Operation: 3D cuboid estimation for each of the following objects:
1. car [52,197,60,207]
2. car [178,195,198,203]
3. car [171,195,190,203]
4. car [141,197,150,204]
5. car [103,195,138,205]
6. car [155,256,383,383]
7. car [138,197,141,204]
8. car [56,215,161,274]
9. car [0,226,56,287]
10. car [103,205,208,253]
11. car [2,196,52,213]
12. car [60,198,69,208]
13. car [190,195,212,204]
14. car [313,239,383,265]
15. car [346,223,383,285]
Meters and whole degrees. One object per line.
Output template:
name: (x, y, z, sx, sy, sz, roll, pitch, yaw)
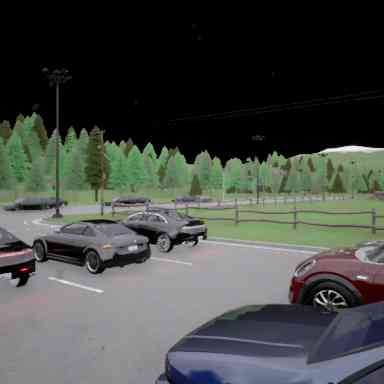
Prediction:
car: (-19.747, 1.492, 41.870, 2.128, 1.511, 4.902, 0, 0, 35)
car: (-0.782, 1.498, 73.488, 1.837, 1.490, 4.892, 0, 0, 36)
car: (-1.858, 1.547, 66.189, 2.033, 1.411, 5.357, 0, 0, 37)
car: (-9.999, 1.547, 61.142, 2.033, 1.411, 5.357, 0, 0, 37)
car: (-10.677, 1.477, 48.469, 1.882, 1.535, 5.008, 0, 0, 36)
car: (2.266, 1.547, 2.356, 5.357, 1.411, 2.033, 0, 0, 36)
car: (-11.084, 1.352, 53.805, 2.097, 1.767, 4.553, 0, 0, 37)
car: (-3.293, 1.564, 10.634, 4.181, 1.385, 1.994, 0, 0, 36)
car: (-5.723, 1.491, 8.075, 4.902, 1.511, 2.128, 0, 0, 36)
car: (-1.649, 1.491, 13.768, 4.902, 1.511, 2.128, 0, 0, 36)
car: (-18.647, 1.351, 37.246, 2.097, 1.767, 4.553, 0, 0, 34)
car: (-20.082, 1.503, 47.458, 1.837, 1.490, 4.892, 0, 0, 36)
car: (2.211, 1.525, 65.826, 1.812, 1.442, 4.674, 0, 0, 37)
car: (3.981, 1.352, 5.427, 4.553, 1.767, 2.097, 0, 0, 36)
car: (6.441, 1.601, 7.971, 4.718, 1.301, 1.895, 0, 0, 36)
